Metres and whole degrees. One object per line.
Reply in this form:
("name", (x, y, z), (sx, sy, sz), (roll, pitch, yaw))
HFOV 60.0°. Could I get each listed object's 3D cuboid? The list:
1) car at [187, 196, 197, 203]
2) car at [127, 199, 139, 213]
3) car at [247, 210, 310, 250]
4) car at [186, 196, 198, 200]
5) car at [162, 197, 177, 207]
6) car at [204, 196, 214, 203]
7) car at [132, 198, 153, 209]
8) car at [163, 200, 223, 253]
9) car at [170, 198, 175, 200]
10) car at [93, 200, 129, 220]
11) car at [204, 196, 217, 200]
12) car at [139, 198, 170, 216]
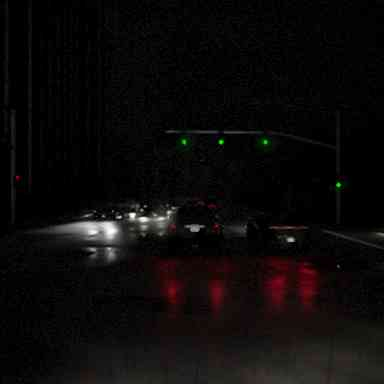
("car", (0.004, 1.613, 70.576), (2.033, 1.411, 5.357), (0, 0, 0))
("car", (-7.083, 1.561, 38.067), (1.812, 1.442, 4.674), (0, 0, 0))
("car", (3.600, 1.530, 14.543), (2.128, 1.511, 4.902), (0, 0, 0))
("car", (0.004, 1.540, 60.226), (1.882, 1.535, 5.008), (0, 0, 0))
("car", (-3.497, 1.600, 52.414), (2.033, 1.411, 5.357), (0, 0, 0))
("car", (3.504, 1.552, 70.303), (1.882, 1.535, 5.008), (0, 0, 0))
("car", (-7.033, 1.594, 47.653), (2.033, 1.411, 5.357), (0, 0, 1))
("car", (0.100, 1.390, 14.118), (2.097, 1.767, 4.553), (0, 0, 0))
("car", (-3.572, 1.546, 42.005), (1.837, 1.490, 4.892), (0, 0, 0))
("car", (-7.097, 1.626, 28.911), (1.895, 1.301, 4.718), (0, 0, 0))
("car", (3.504, 1.568, 60.204), (1.837, 1.490, 4.892), (0, 0, 0))
("car", (-3.593, 1.383, 32.903), (2.097, 1.767, 4.553), (0, 0, 0))
